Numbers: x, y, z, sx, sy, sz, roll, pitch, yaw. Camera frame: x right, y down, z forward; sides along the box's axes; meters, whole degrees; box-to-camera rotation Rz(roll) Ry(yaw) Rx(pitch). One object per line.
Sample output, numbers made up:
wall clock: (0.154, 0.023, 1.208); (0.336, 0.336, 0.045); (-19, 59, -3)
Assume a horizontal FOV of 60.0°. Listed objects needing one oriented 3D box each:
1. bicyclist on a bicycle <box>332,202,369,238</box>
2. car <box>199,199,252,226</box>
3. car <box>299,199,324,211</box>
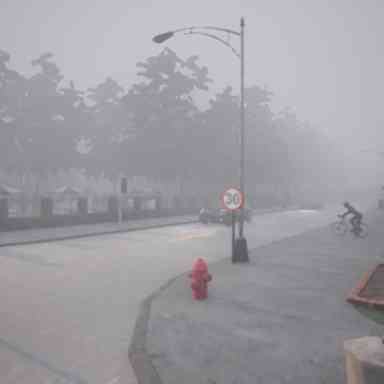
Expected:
bicyclist on a bicycle: (7.499, 1.327, 15.802); (1.656, 1.620, 0.582); (0, 0, 35)
car: (2.393, 1.266, 23.106); (2.097, 1.767, 4.553); (1, 0, 36)
car: (14.313, 1.478, 39.765); (1.994, 1.385, 4.181); (1, 0, 36)
